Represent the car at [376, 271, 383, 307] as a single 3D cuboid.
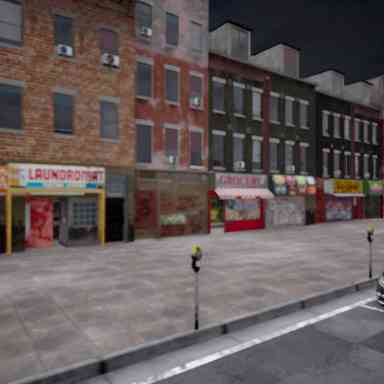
[{"bbox_3d":[5.404,1.576,6.682,4.403,1.369,2.008,0,0,-36],"label":"car"}]
